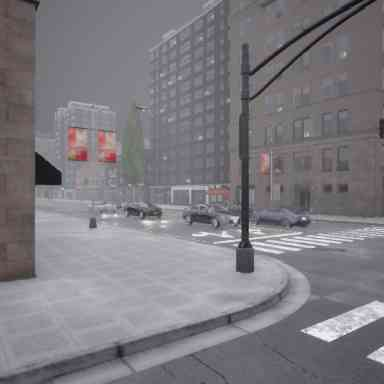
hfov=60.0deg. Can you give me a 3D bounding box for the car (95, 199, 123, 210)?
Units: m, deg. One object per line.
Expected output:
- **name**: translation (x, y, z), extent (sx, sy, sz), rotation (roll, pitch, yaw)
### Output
- **car**: translation (-11.638, 1.719, 46.382), extent (2.033, 1.411, 5.357), rotation (0, 0, -36)

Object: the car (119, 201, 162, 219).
- **car**: translation (-4.578, 1.579, 30.634), extent (1.882, 1.535, 5.008), rotation (0, 0, -35)

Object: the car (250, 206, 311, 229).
- **car**: translation (5.743, 1.622, 22.177), extent (1.994, 1.385, 4.181), rotation (0, 0, -36)

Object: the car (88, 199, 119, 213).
- **car**: translation (-10.480, 1.741, 38.868), extent (1.895, 1.301, 4.718), rotation (0, 0, -36)

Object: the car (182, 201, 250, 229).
- **car**: translation (1.246, 1.554, 22.524), extent (2.128, 1.511, 4.902), rotation (0, 0, -36)

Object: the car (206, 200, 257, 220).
- **car**: translation (3.577, 1.603, 30.767), extent (1.837, 1.490, 4.892), rotation (0, 0, -36)
